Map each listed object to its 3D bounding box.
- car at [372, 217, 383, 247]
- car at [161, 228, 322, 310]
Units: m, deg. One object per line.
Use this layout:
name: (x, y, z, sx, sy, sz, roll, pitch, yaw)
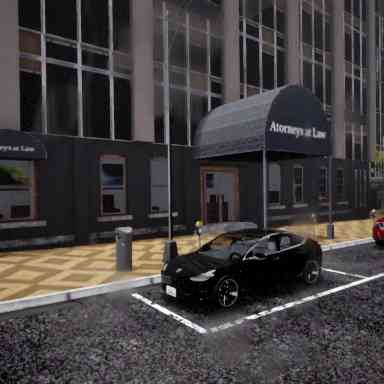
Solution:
car: (9.605, 1.310, 14.013, 5.009, 1.841, 2.192, 0, -1, -37)
car: (1.329, 1.564, 7.812, 4.313, 1.339, 1.947, 0, -1, -37)
